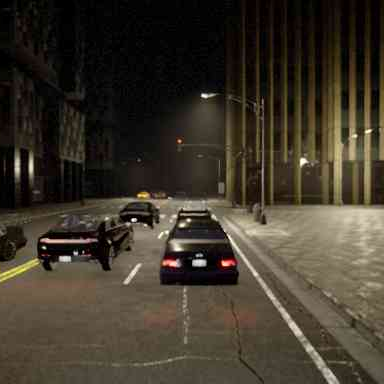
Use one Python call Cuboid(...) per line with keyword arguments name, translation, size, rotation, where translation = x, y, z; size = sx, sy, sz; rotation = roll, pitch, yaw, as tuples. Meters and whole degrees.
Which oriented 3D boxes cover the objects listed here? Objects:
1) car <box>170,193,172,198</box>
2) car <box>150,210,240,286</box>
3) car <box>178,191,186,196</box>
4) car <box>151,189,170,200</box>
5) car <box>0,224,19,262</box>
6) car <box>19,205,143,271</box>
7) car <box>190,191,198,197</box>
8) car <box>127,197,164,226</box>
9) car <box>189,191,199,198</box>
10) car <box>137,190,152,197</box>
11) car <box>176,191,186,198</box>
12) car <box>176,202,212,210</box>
Cuboid(name="car", translation=(-5.961, 0.666, 80.050), size=(1.994, 1.385, 4.181), rotation=(0, 1, 0))
Cuboid(name="car", translation=(0.161, 1.466, 9.271), size=(2.033, 1.411, 5.357), rotation=(0, 1, 0))
Cuboid(name="car", translation=(-2.657, 0.458, 87.883), size=(1.895, 1.301, 4.718), rotation=(0, 1, 0))
Cuboid(name="car", translation=(-6.100, 0.664, 64.693), size=(2.097, 1.767, 4.553), rotation=(0, 1, 1))
Cuboid(name="car", translation=(-6.537, 1.469, 8.969), size=(2.033, 1.411, 5.357), rotation=(0, 1, 0))
Cuboid(name="car", translation=(-3.081, 1.398, 10.551), size=(2.128, 1.511, 4.902), rotation=(0, 1, 0))
Cuboid(name="car", translation=(0.593, 0.389, 87.830), size=(2.128, 1.511, 4.902), rotation=(0, 1, 0))
Cuboid(name="car", translation=(-3.018, 1.294, 19.926), size=(1.882, 1.535, 5.008), rotation=(0, 1, 0))
Cuboid(name="car", translation=(0.522, 0.649, 77.410), size=(1.837, 1.490, 4.892), rotation=(0, 1, 0))
Cuboid(name="car", translation=(-9.345, 0.791, 64.561), size=(1.882, 1.535, 5.008), rotation=(0, 1, 1))
Cuboid(name="car", translation=(-2.728, 0.674, 77.433), size=(2.128, 1.511, 4.902), rotation=(0, 1, 0))
Cuboid(name="car", translation=(0.127, 1.317, 19.014), size=(2.128, 1.511, 4.902), rotation=(0, 1, 0))
